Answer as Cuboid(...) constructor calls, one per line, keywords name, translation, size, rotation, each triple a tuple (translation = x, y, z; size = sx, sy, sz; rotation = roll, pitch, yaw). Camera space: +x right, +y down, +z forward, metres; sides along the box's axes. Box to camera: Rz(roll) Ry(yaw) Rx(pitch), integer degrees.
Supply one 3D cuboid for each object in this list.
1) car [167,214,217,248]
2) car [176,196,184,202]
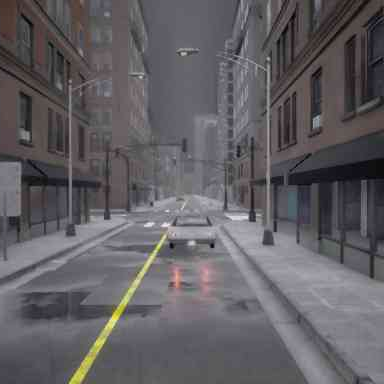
Cuboid(name="car", translation=(0.000, 1.620, 14.681), size=(1.895, 1.301, 4.718), rotation=(0, 0, 0))
Cuboid(name="car", translation=(-2.751, 1.626, 78.120), size=(2.033, 1.411, 5.357), rotation=(0, 0, 0))
